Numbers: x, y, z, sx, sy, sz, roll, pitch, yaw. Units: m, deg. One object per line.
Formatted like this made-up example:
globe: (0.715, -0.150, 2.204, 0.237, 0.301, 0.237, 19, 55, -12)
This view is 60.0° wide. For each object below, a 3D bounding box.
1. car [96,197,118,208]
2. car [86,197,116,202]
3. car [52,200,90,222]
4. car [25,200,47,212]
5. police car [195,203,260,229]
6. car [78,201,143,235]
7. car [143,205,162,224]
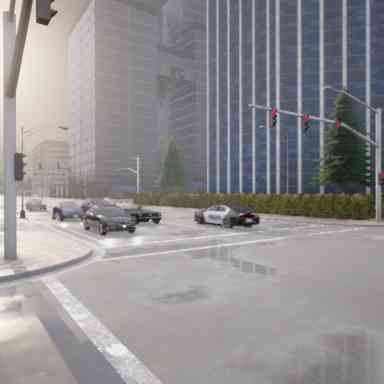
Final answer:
car: (-12.897, 1.509, 50.224, 1.812, 1.442, 4.674, 0, 0, -33)
car: (-9.077, 1.363, 31.787, 2.097, 1.767, 4.553, 0, 0, -34)
car: (-10.040, 1.549, 26.934, 1.812, 1.442, 4.674, 0, 0, -34)
car: (-18.920, 1.627, 40.295, 1.895, 1.301, 4.718, 0, 0, -34)
police car: (2.034, 1.514, 21.699, 2.038, 1.542, 4.974, 0, 0, -34)
car: (-4.845, 1.530, 19.203, 1.837, 1.490, 4.892, 0, 0, -34)
car: (-4.017, 1.613, 24.244, 1.895, 1.301, 4.718, 0, 0, -34)
